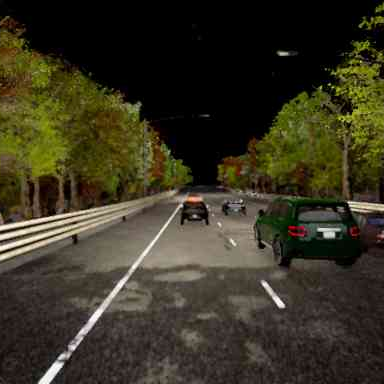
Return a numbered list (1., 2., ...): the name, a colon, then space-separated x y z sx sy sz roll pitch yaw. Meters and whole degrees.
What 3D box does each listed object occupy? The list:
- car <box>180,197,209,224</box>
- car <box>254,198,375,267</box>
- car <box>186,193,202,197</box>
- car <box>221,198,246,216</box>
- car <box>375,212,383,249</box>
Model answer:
1. car: 0.186 1.363 23.670 1.882 1.535 5.008 0 1 0
2. car: 3.640 1.211 11.473 2.150 2.045 5.566 0 0 0
3. car: 0.256 0.943 41.690 2.097 1.767 4.553 0 1 0
4. car: 3.712 1.296 30.228 2.128 1.511 4.902 0 1 0
5. car: 7.148 1.530 13.734 2.033 1.411 5.357 0 0 0
